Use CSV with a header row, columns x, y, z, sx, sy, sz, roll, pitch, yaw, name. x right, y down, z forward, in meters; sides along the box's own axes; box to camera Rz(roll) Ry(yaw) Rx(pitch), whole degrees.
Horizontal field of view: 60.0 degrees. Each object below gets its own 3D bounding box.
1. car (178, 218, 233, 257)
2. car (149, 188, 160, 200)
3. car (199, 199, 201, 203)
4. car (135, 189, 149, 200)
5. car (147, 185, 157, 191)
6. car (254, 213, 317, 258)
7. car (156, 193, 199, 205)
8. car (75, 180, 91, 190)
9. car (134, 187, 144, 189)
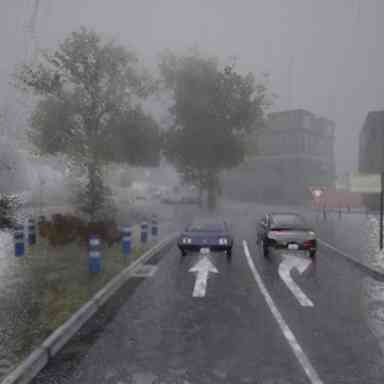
x,y,z,sx,sy,sz,roll,pitch,yaw,name
0.691,1.672,13.318,1.895,1.301,4.718,0,0,7,car
-6.904,0.678,65.347,1.837,1.490,4.892,0,5,-10,car
-1.068,1.328,53.101,4.718,1.301,1.895,0,1,29,car
-9.865,0.737,64.865,1.994,1.385,4.181,0,5,-10,car
-9.202,-0.713,77.085,2.150,2.045,5.566,0,5,-13,car
3.583,1.567,13.258,2.128,1.511,4.902,0,0,7,car
-2.184,1.305,50.262,5.357,1.411,2.033,0,1,27,car
-29.638,-1.653,89.992,4.892,1.521,2.231,-3,6,-35,car
-12.137,-0.452,76.465,1.882,1.535,5.008,0,5,-13,car
